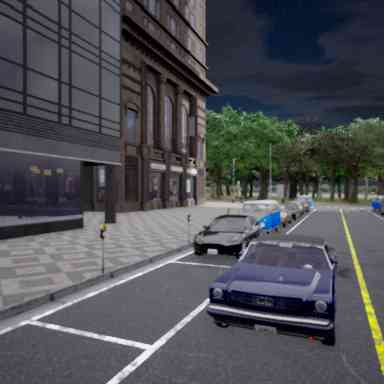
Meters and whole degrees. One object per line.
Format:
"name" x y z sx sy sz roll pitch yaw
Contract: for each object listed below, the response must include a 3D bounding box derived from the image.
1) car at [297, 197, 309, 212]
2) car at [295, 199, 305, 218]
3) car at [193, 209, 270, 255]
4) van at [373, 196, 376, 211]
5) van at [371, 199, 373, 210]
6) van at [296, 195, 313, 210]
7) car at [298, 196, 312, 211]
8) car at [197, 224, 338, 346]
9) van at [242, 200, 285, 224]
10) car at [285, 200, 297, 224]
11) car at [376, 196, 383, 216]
"car" 10.093 1.519 32.603 1.752 1.417 4.829 0 0 23
"car" 8.004 1.560 27.767 1.947 1.339 4.313 0 0 23
"car" 1.533 1.563 12.793 1.947 1.339 4.313 0 0 23
"van" 20.143 1.332 34.369 1.690 1.788 3.998 0 0 23
"van" 22.299 1.332 39.361 1.690 1.788 3.998 0 0 23
"van" 14.474 1.336 42.742 1.690 1.788 3.998 0 0 23
"car" 12.317 1.434 37.750 1.967 1.590 4.097 0 0 23
"car" 1.893 1.599 6.658 1.895 1.301 4.718 0 0 23
"van" 3.690 1.337 17.784 1.690 1.788 3.998 0 0 23
"car" 5.779 1.520 22.620 1.752 1.417 4.829 0 0 23
"car" 17.986 1.306 29.378 2.192 1.841 5.009 0 0 23
